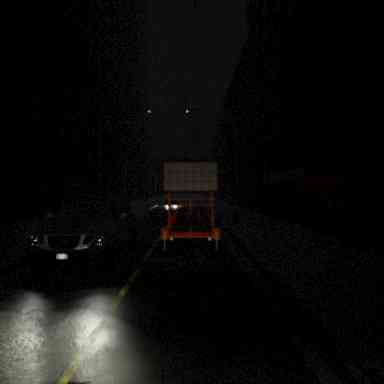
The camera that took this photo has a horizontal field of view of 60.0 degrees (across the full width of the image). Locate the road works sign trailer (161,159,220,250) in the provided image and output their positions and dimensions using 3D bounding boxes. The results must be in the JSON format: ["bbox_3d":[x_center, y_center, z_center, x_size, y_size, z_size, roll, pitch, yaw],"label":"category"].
[{"bbox_3d":[-0.056,0.419,14.081,2.380,3.560,2.880,0,0,0],"label":"road works sign trailer"}]

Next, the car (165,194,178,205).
[{"bbox_3d":[-3.291,1.421,54.005,1.994,1.385,4.181,0,0,0],"label":"car"}]

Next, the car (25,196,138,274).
[{"bbox_3d":[-3.142,1.187,10.759,2.150,2.045,5.566,0,0,0],"label":"car"}]
